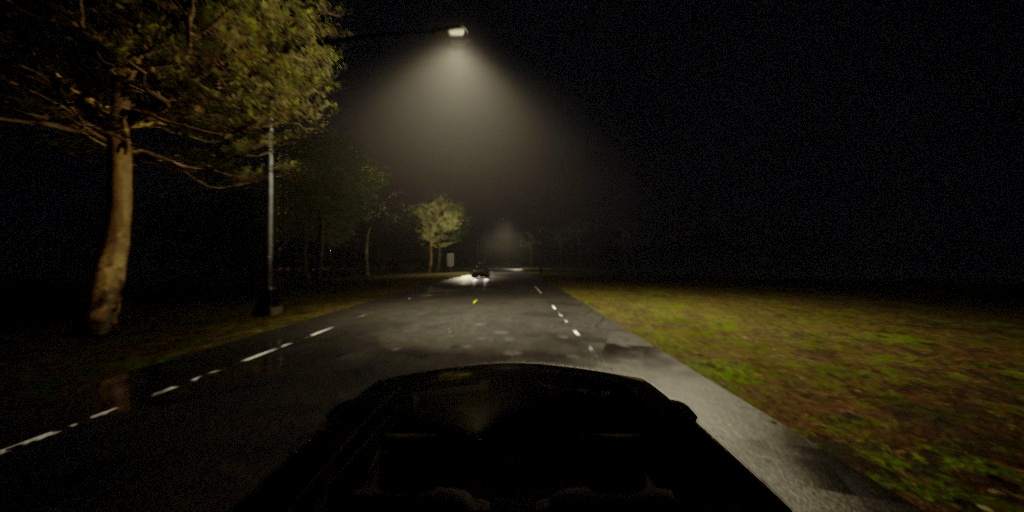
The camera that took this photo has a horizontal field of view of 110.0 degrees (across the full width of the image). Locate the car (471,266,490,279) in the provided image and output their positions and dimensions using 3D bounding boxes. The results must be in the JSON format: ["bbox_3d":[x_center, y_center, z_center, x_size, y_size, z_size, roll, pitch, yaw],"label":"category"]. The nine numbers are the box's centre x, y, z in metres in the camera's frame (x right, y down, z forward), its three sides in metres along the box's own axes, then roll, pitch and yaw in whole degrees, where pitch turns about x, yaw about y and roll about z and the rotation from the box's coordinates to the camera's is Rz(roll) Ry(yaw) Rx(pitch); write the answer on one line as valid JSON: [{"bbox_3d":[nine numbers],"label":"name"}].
[{"bbox_3d":[-3.605,1.882,42.123,2.033,1.411,5.357,0,-1,0],"label":"car"}]
